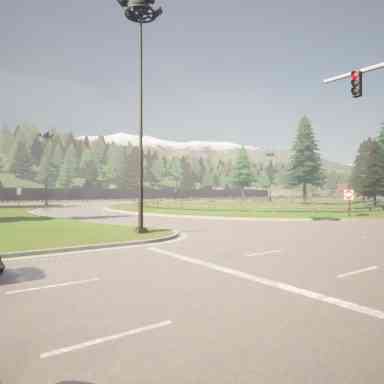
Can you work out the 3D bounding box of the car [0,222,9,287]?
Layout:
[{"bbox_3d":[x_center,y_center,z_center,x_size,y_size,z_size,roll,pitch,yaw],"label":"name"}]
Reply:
[{"bbox_3d":[-7.162,1.547,7.234,5.357,1.411,2.033,0,0,-35],"label":"car"}]

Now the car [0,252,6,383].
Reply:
[{"bbox_3d":[-3.314,1.352,1.380,4.553,1.767,2.097,0,0,-36],"label":"car"}]
